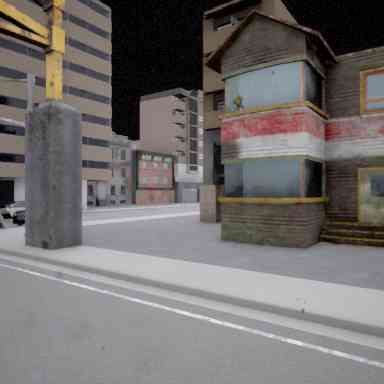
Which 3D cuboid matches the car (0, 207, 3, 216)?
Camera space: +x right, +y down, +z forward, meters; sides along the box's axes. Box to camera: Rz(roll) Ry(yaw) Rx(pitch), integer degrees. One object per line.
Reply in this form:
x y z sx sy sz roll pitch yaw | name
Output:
-13.222 1.233 25.685 4.536 1.218 1.853 0 0 -30 | car

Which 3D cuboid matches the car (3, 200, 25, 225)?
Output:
-10.065 1.397 22.985 2.038 1.542 4.974 0 0 15 | car
